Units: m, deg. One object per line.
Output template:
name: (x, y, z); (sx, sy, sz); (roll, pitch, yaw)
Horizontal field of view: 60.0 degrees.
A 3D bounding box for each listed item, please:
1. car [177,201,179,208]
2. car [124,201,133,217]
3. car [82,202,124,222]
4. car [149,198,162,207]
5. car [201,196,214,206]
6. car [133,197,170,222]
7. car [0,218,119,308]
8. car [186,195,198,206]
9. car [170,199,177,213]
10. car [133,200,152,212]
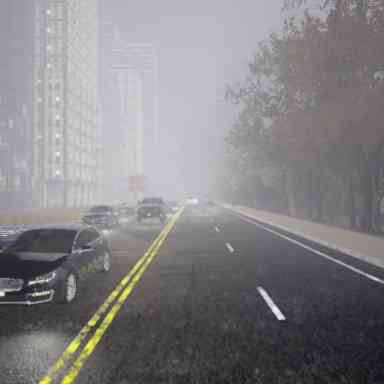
car: (-3.309, 1.980, 57.464); (1.994, 1.385, 4.181); (0, -1, 1)
car: (-6.601, 1.741, 34.736); (2.128, 1.511, 4.902); (0, 0, 0)
car: (-6.606, 1.700, 24.508); (1.837, 1.490, 4.892); (0, 0, 0)
car: (-6.540, 1.938, 59.861); (1.837, 1.490, 4.892); (0, 0, 1)
car: (3.246, 1.955, 63.820); (2.128, 1.511, 4.902); (0, 0, 0)
car: (-3.351, 1.432, 28.752); (2.150, 2.045, 5.566); (0, -1, 0)
car: (-3.360, 1.589, 8.246); (1.837, 1.490, 4.892); (0, -2, 0)
car: (-0.002, 1.685, 63.852); (2.150, 2.045, 5.566); (0, 0, 0)
car: (-3.351, 1.790, 41.619); (2.128, 1.511, 4.902); (0, 0, 0)
car: (-6.604, 1.849, 44.901); (1.812, 1.442, 4.674); (0, -1, 0)
